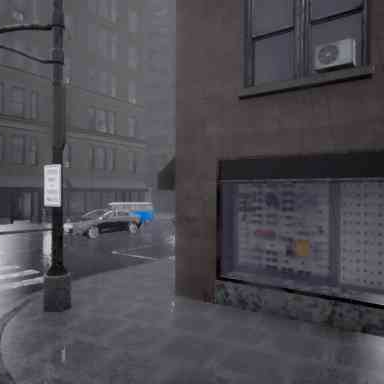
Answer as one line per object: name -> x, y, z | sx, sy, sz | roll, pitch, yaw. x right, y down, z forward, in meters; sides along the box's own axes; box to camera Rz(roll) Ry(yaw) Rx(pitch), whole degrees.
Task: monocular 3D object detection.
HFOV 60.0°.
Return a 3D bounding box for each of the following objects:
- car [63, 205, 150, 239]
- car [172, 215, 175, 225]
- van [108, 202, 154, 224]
car -> -4.995, 1.726, 18.987 | 2.128, 1.511, 4.902 | 0, -1, 35
car -> 0.259, 1.947, 26.451 | 1.994, 1.385, 4.181 | 0, -1, 35
van -> -4.507, 1.636, 24.169 | 1.690, 1.788, 3.998 | -1, -1, 35
